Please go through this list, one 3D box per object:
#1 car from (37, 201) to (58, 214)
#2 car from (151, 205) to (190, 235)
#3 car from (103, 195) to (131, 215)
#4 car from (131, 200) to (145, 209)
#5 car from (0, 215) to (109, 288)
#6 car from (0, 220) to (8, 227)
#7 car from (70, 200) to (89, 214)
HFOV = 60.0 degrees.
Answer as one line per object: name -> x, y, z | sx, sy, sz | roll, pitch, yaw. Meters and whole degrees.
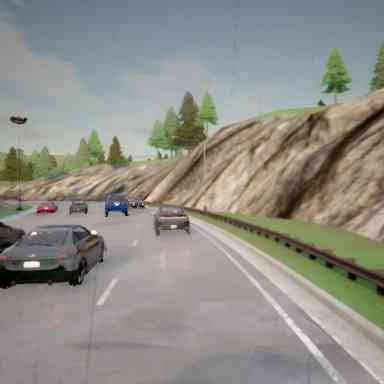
car -> -16.861, 1.765, 38.939 | 1.994, 1.385, 4.181 | -1, 0, -18
car -> -1.247, 1.507, 18.889 | 2.128, 1.511, 4.902 | -1, 0, -8
car -> -7.858, 1.315, 34.253 | 2.150, 2.045, 5.566 | 0, 0, -16
car -> -7.867, 1.695, 46.048 | 1.895, 1.301, 4.718 | -1, 0, -20
car -> -3.763, 1.609, 9.520 | 1.994, 1.385, 4.181 | -1, 0, -4
car -> -7.440, 1.614, 11.590 | 1.812, 1.442, 4.674 | 0, 0, -5
car -> -12.754, 1.644, 37.623 | 2.128, 1.511, 4.902 | -1, 0, -17
